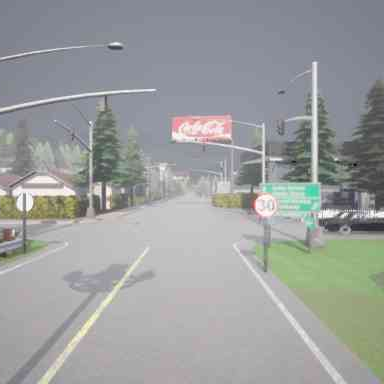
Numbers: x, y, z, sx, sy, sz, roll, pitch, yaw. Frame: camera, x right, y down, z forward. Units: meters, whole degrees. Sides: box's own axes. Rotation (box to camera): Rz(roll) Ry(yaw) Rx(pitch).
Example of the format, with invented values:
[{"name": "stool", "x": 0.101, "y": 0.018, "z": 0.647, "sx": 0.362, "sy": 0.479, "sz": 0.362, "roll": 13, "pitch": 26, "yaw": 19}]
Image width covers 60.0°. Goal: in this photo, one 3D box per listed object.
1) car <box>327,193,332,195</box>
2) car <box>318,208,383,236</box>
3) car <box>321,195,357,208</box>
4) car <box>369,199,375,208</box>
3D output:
[{"name": "car", "x": 34.850, "y": 1.488, "z": 80.761, "sx": 2.007, "sy": 1.523, "sz": 4.514, "roll": 0, "pitch": 0, "yaw": 0}, {"name": "car", "x": 9.894, "y": 1.805, "z": 19.392, "sx": 4.718, "sy": 1.301, "sz": 1.895, "roll": 0, "pitch": 0, "yaw": 0}, {"name": "car", "x": 14.349, "y": 1.501, "z": 33.887, "sx": 3.866, "sy": 1.878, "sz": 1.905, "roll": 0, "pitch": 0, "yaw": 0}, {"name": "car", "x": 18.671, "y": 1.669, "z": 39.560, "sx": 4.611, "sy": 1.667, "sz": 2.242, "roll": 0, "pitch": 0, "yaw": 0}]
